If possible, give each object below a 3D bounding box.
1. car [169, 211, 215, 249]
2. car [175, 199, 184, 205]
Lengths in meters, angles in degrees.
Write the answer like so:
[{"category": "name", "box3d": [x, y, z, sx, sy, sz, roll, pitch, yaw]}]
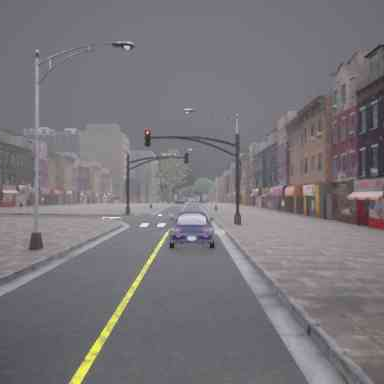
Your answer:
[{"category": "car", "box3d": [0.000, 1.562, 14.653, 1.812, 1.442, 4.674, 0, 0, 0]}, {"category": "car", "box3d": [-2.750, 2.207, 74.097, 1.895, 1.301, 4.718, 0, -1, 0]}]
